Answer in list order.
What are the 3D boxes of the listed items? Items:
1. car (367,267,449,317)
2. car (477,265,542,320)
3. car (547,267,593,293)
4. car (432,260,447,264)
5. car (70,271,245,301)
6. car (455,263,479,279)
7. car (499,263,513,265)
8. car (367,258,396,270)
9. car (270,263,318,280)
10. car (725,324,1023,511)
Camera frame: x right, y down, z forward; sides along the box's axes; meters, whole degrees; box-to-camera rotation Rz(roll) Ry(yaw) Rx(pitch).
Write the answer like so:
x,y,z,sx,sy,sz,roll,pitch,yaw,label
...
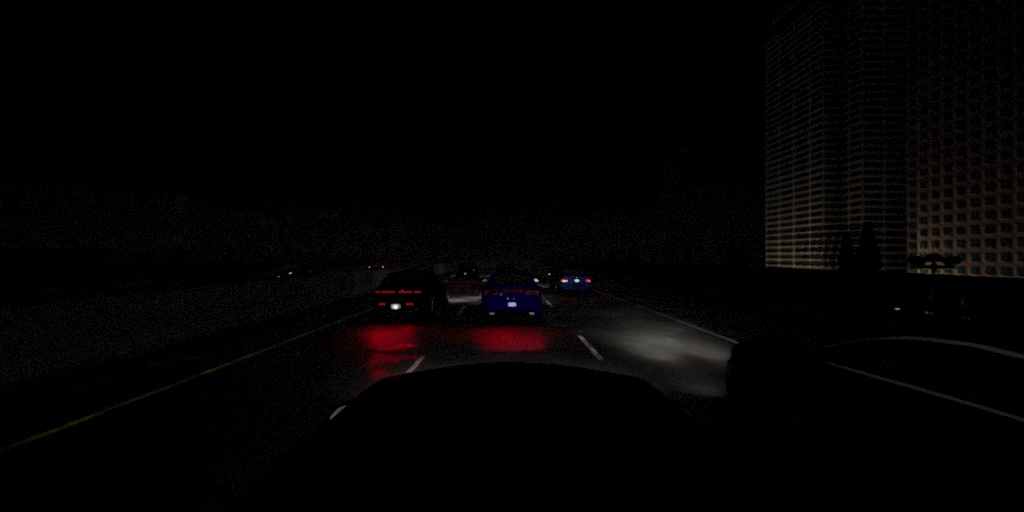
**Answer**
x,y,z,sx,sy,sz,roll,pitch,yaw,label
-3.555,1.273,13.220,1.837,1.490,4.892,0,0,-1,car
-0.046,1.244,12.798,1.882,1.535,5.008,0,0,-1,car
3.269,1.325,20.957,2.033,1.411,5.357,0,0,-2,car
-11.864,1.319,59.043,1.882,1.535,5.008,0,0,-1,car
-10.711,1.260,11.322,2.128,1.511,4.902,0,0,-1,car
-4.066,1.324,32.892,1.812,1.442,4.674,0,0,-2,car
-0.500,1.342,31.043,2.033,1.411,5.357,0,0,-2,car
-14.946,1.166,41.359,2.097,1.767,4.553,0,0,-1,car
-18.165,1.325,30.152,1.812,1.442,4.674,0,0,-2,car
3.584,1.242,2.526,2.128,1.511,4.902,0,0,0,car
